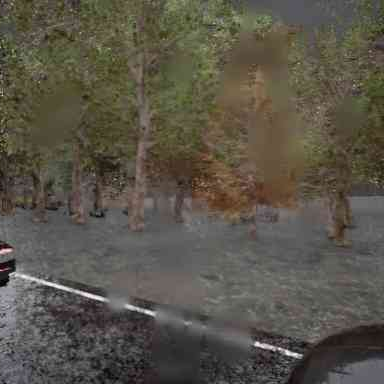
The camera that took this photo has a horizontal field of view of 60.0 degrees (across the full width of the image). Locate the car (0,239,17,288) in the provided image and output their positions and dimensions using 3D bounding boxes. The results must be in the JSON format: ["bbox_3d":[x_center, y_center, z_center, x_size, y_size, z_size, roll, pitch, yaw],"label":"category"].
[{"bbox_3d":[-6.080,1.454,7.897,4.902,1.511,2.128,1,1,36],"label":"car"}]

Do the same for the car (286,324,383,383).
[{"bbox_3d":[2.868,1.469,1.491,4.902,1.511,2.128,0,1,36],"label":"car"}]
